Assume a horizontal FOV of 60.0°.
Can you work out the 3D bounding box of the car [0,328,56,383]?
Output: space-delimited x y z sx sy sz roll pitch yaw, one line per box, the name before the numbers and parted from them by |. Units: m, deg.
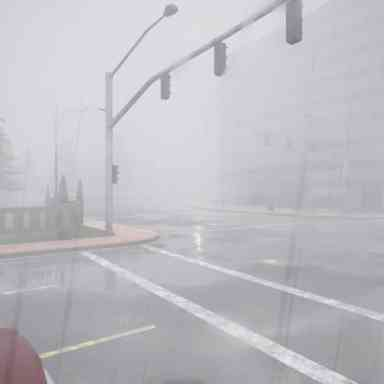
car | -3.118 1.601 1.554 4.718 1.301 1.895 0 0 -35
